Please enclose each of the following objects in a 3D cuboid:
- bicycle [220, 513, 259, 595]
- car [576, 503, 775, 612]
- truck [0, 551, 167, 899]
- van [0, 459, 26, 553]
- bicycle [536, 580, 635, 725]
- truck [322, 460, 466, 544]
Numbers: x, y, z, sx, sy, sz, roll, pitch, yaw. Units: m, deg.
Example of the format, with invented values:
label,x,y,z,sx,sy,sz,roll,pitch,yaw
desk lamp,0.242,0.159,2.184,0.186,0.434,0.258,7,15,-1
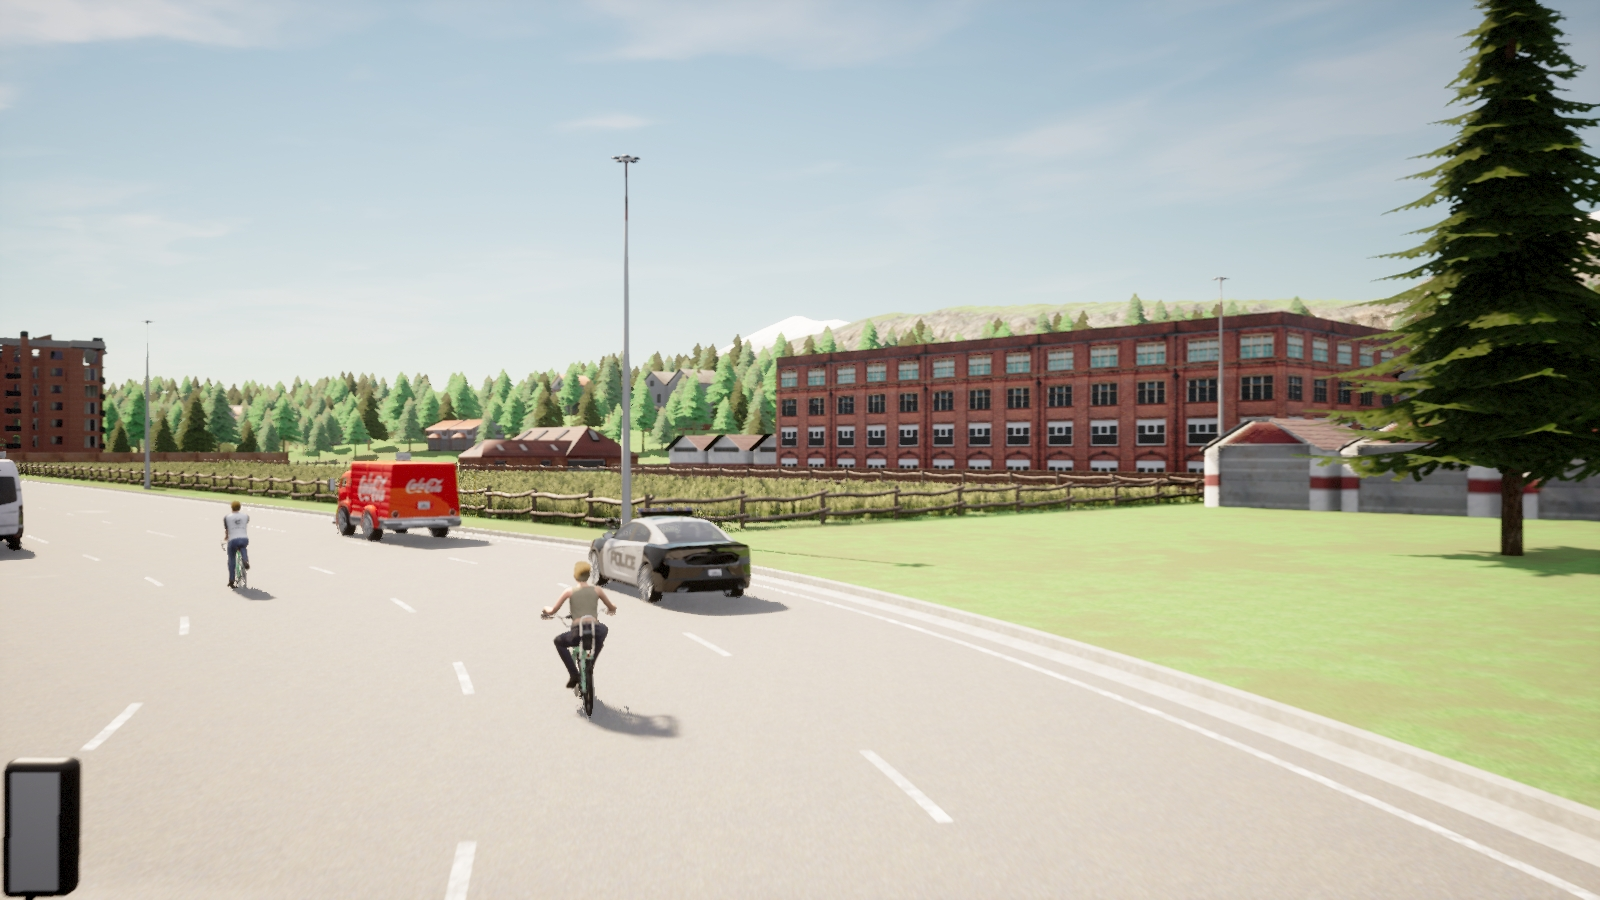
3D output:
label,x,y,z,sx,sy,sz,roll,pitch,yaw
bicycle,-11.326,2.073,23.064,0.373,1.496,1.643,-4,2,-35
car,-2.623,1.997,22.611,2.097,1.638,5.238,0,0,-28
truck,-3.307,1.572,1.224,2.627,2.467,5.204,1,0,-4
van,-24.232,1.559,33.394,1.988,2.561,5.915,0,0,-41
bicycle,-2.373,2.167,12.508,0.859,1.276,1.487,-1,0,-18
truck,-13.259,1.594,37.101,2.627,2.467,5.204,0,0,-42
